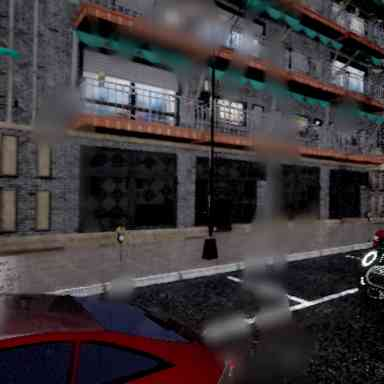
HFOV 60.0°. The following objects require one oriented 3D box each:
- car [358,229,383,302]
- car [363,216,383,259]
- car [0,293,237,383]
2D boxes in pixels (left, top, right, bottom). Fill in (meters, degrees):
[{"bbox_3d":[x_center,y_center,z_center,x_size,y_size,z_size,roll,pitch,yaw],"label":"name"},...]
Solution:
[{"bbox_3d":[5.676,1.400,7.315,4.553,1.767,2.097,1,0,-35],"label":"car"},{"bbox_3d":[8.552,1.618,12.450,4.507,1.381,1.887,1,1,-35],"label":"car"},{"bbox_3d":[-1.623,1.545,2.259,4.181,1.385,1.994,1,0,-35],"label":"car"}]
